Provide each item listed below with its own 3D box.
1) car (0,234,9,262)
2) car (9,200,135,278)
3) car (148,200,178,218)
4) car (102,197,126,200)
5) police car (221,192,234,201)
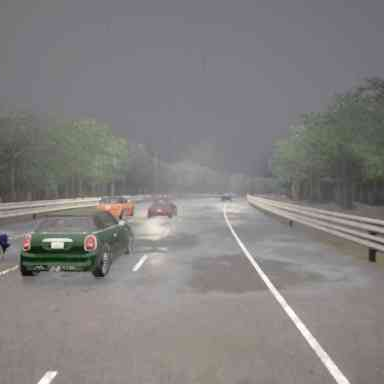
[{"bbox_3d":[-6.762,1.551,8.501,1.895,1.301,4.718,0,0,1],"label":"car"},{"bbox_3d":[-3.207,1.292,10.176,2.097,1.767,4.553,0,0,1],"label":"car"},{"bbox_3d":[-2.348,1.365,27.486,1.994,1.385,4.181,0,0,4],"label":"car"},{"bbox_3d":[-5.950,1.164,26.143,2.097,1.767,4.553,0,0,4],"label":"car"},{"bbox_3d":[6.729,0.973,65.058,1.930,1.638,5.238,0,0,9],"label":"police car"}]
